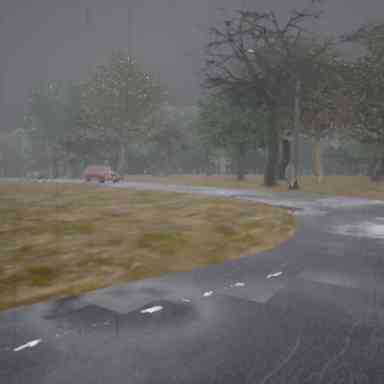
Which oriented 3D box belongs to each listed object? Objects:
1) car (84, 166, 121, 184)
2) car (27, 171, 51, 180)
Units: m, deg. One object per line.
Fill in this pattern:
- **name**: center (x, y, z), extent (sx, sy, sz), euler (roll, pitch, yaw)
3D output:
- **car**: center (-10.608, -2.035, 39.042), extent (2.150, 2.045, 5.566), euler (-3, 5, -44)
- **car**: center (-24.624, -2.606, 53.229), extent (5.357, 1.411, 2.033), euler (3, 5, 43)
